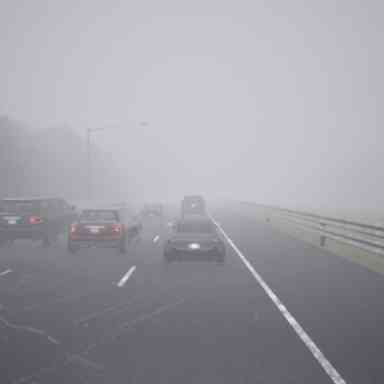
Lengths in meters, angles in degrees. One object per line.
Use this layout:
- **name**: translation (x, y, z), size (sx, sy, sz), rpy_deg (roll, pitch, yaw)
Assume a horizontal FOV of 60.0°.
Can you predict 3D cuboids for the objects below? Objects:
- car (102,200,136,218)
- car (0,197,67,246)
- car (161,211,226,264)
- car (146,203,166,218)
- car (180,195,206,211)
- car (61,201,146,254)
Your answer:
- **car**: translation (-6.900, 1.557, 31.873), size (2.128, 1.511, 4.902), rpy_deg (0, 0, 0)
- **car**: translation (-6.907, 1.256, 15.491), size (2.150, 2.045, 5.566), rpy_deg (0, 0, 0)
- **car**: translation (0.085, 1.589, 11.936), size (1.994, 1.385, 4.181), rpy_deg (0, 0, 0)
- **car**: translation (-3.402, 1.674, 30.258), size (1.895, 1.301, 4.718), rpy_deg (0, 0, 0)
- **car**: translation (0.100, 1.297, 30.925), size (2.150, 2.045, 5.566), rpy_deg (0, 0, 0)
- **car**: translation (-3.410, 1.380, 13.811), size (2.097, 1.767, 4.553), rpy_deg (0, 0, 0)
